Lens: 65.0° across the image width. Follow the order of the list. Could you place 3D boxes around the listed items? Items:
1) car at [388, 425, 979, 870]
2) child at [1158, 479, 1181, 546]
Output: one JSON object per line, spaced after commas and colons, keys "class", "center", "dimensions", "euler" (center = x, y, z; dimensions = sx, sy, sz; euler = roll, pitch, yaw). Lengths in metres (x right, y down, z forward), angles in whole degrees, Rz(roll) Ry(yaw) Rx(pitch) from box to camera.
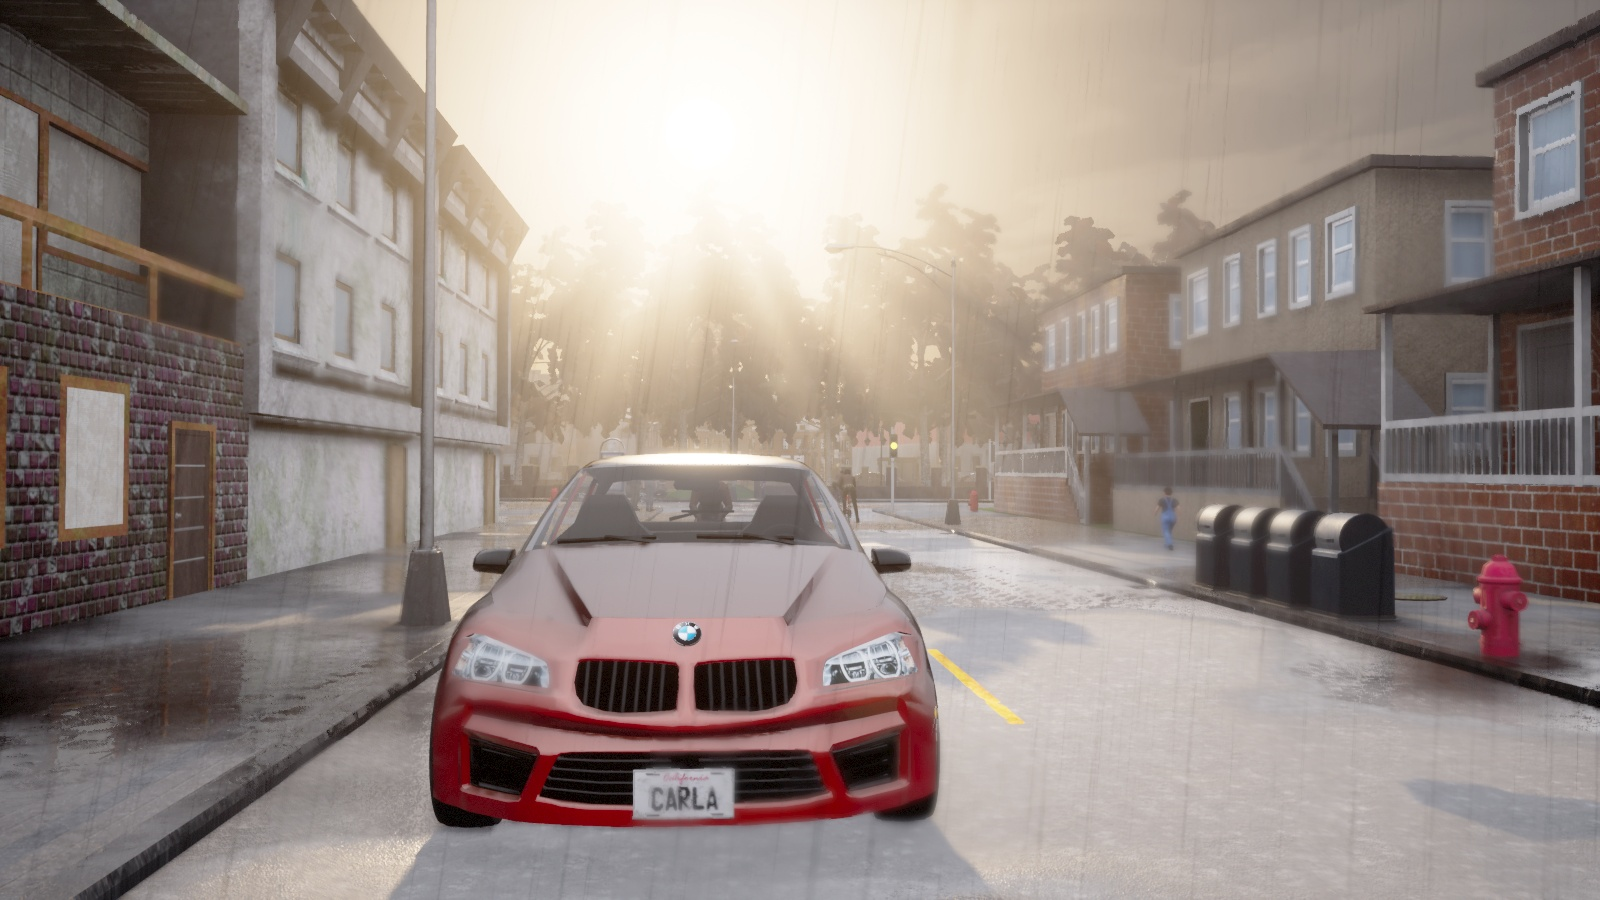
{"class": "car", "center": [-0.578, 0.780, 7.099], "dimensions": [2.242, 1.667, 4.611], "euler": [0, -1, -4]}
{"class": "child", "center": [7.011, 1.176, 23.851], "dimensions": [0.270, 1.263, 0.437], "euler": [0, -1, -4]}
